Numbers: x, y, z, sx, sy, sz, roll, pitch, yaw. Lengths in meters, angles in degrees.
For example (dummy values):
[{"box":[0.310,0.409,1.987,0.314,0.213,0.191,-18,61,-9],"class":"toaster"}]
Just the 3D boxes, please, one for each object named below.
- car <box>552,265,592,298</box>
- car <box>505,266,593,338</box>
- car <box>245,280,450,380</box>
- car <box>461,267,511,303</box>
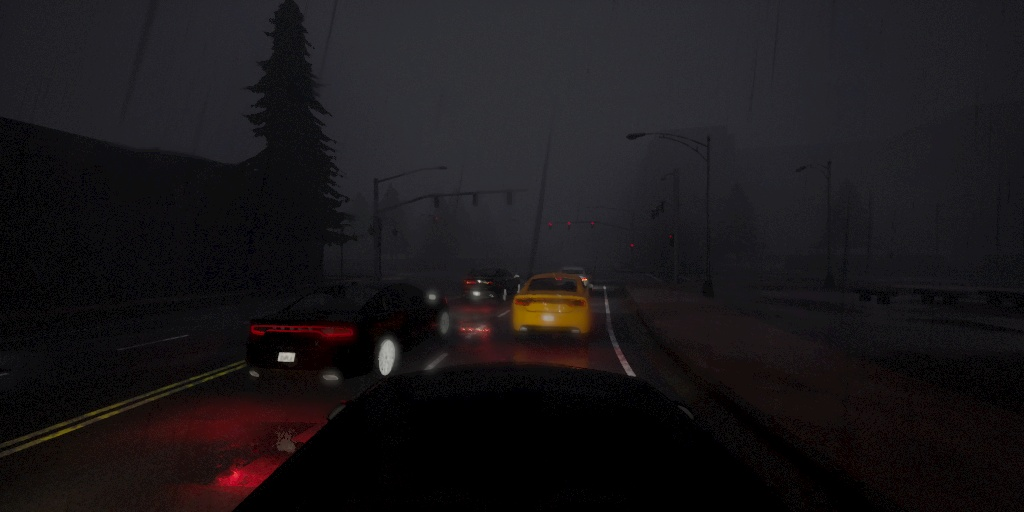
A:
[{"box":[3.369,1.274,19.407,1.812,1.442,4.674,0,0,14],"class":"car"},{"box":[1.301,1.228,10.377,1.882,1.535,5.008,0,0,11],"class":"car"},{"box":[-2.764,1.228,7.347,1.882,1.535,5.008,0,0,7],"class":"car"},{"box":[-0.860,1.255,16.651,1.837,1.490,4.892,0,0,13],"class":"car"}]
